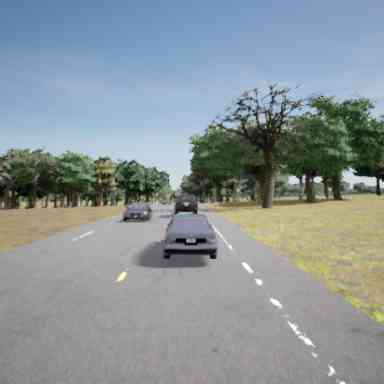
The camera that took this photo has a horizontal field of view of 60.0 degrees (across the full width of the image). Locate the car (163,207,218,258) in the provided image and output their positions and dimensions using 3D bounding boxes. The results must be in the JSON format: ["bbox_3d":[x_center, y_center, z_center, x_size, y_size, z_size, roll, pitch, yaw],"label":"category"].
[{"bbox_3d":[-0.091,1.527,12.631,2.033,1.411,5.357,0,0,-1],"label":"car"}]

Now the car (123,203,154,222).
[{"bbox_3d":[-4.104,1.560,25.883,1.994,1.385,4.181,0,0,-1],"label":"car"}]

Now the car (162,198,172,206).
[{"bbox_3d":[-5.062,2.096,68.884,1.837,1.490,4.892,0,-1,-1],"label":"car"}]

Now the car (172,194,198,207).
[{"bbox_3d":[-0.562,1.255,32.257,2.150,2.045,5.566,0,0,-1],"label":"car"}]
